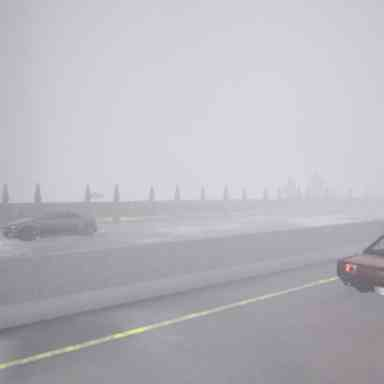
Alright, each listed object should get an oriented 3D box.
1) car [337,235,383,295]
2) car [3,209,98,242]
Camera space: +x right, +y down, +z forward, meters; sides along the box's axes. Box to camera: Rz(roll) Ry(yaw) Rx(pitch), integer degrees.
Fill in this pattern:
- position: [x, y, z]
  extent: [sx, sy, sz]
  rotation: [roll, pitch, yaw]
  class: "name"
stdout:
- position: [5.456, 1.608, 7.641]
  extent: [4.718, 1.301, 1.895]
  rotation: [0, 0, -36]
  class: "car"
- position: [-6.831, 1.566, 16.317]
  extent: [4.181, 1.385, 1.994]
  rotation: [0, 0, -36]
  class: "car"
